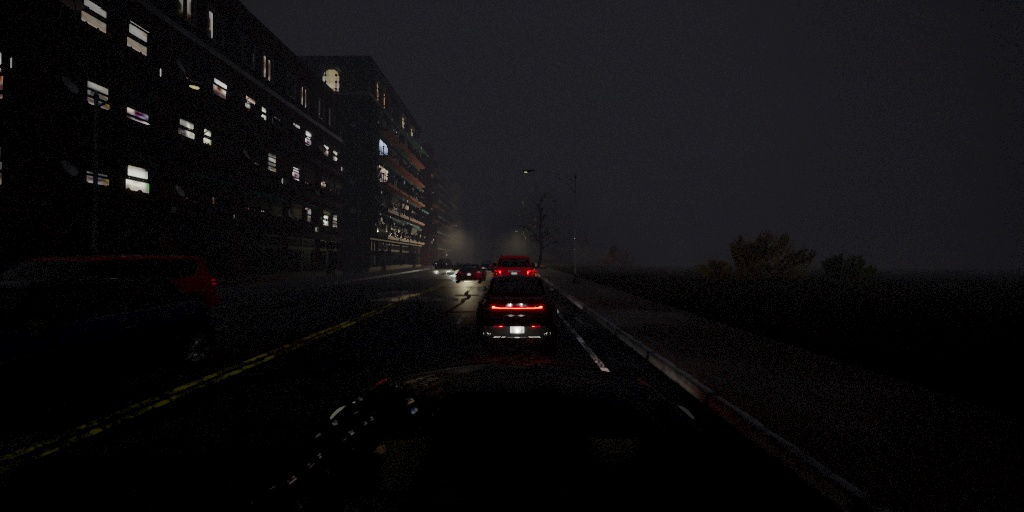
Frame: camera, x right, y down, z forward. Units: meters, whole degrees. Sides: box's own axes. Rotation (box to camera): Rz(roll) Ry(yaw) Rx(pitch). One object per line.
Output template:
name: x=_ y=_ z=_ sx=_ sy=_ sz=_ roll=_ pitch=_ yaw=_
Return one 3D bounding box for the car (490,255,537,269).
car: x=0.112 y=0.975 z=20.074 sx=2.150 sy=2.045 sz=5.566 roll=0 pitch=0 yaw=0

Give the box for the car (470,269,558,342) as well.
car: x=0.107 y=1.256 z=9.727 sx=1.837 sy=1.490 sz=4.892 roll=0 pitch=0 yaw=0

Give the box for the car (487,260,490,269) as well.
car: x=-3.121 y=1.279 z=44.973 sx=1.812 sy=1.442 sz=4.674 roll=0 pitch=0 yaw=0

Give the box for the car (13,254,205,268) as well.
car: x=-9.845 y=0.972 z=8.365 sx=2.150 sy=2.045 sz=5.566 roll=0 pitch=0 yaw=0

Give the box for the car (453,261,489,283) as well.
car: x=-3.132 y=1.317 z=28.092 sx=1.994 sy=1.385 sz=4.181 roll=0 pitch=0 yaw=0

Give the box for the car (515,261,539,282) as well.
car: x=1.157 y=1.209 z=30.482 sx=1.801 sy=1.575 sz=5.366 roll=0 pitch=0 yaw=0

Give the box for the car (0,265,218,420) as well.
car: x=-6.597 y=1.102 z=4.728 sx=2.097 sy=1.767 sz=4.553 roll=0 pitch=0 yaw=0

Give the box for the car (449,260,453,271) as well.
car: x=-6.570 y=1.354 z=46.672 sx=1.895 sy=1.301 sz=4.718 roll=0 pitch=0 yaw=0

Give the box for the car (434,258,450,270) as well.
car: x=-9.811 y=1.105 z=51.741 sx=2.097 sy=1.767 sz=4.553 roll=0 pitch=0 yaw=0
